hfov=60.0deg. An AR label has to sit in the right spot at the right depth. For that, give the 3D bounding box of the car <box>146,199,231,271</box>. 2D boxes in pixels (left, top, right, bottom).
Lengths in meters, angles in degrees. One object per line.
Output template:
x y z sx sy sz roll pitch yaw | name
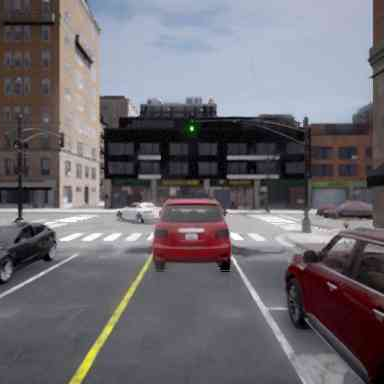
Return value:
0.046 1.226 11.046 2.150 2.045 5.566 0 0 1 | car

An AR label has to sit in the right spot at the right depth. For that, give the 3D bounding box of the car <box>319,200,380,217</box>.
15.029 1.579 31.931 5.008 1.535 1.882 0 0 0 | car

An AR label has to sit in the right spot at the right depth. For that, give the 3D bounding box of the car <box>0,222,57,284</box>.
-5.390 1.571 9.584 1.947 1.339 4.313 0 0 0 | car

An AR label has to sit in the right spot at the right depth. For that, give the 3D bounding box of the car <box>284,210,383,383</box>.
2.636 1.317 3.924 2.192 1.841 5.009 0 0 0 | car

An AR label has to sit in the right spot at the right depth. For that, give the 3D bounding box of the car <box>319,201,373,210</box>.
13.567 1.639 28.672 5.357 1.411 2.033 0 0 0 | car

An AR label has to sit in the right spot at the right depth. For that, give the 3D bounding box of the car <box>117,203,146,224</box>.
-3.886 1.527 25.076 1.812 1.442 4.674 1 -1 -41 | car
